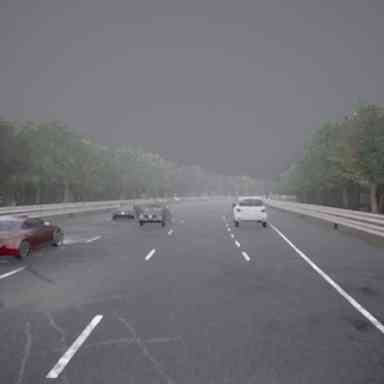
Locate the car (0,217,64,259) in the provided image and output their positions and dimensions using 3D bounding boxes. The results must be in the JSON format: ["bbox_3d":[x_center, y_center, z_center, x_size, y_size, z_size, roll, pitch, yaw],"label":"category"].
[{"bbox_3d":[-6.634,1.634,12.853,1.994,1.385,4.181,0,0,2],"label":"car"}]

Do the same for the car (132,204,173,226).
[{"bbox_3d":[-2.596,1.694,24.451,2.033,1.411,5.357,0,0,4],"label":"car"}]

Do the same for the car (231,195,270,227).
[{"bbox_3d":[4.155,1.377,24.395,2.150,2.045,5.566,0,0,6],"label":"car"}]

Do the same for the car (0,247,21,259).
[{"bbox_3d":[-3.361,1.500,1.941,2.128,1.511,4.902,0,0,0],"label":"car"}]

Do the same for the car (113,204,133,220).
[{"bbox_3d":[-5.695,1.744,30.086,1.994,1.385,4.181,0,0,4],"label":"car"}]
